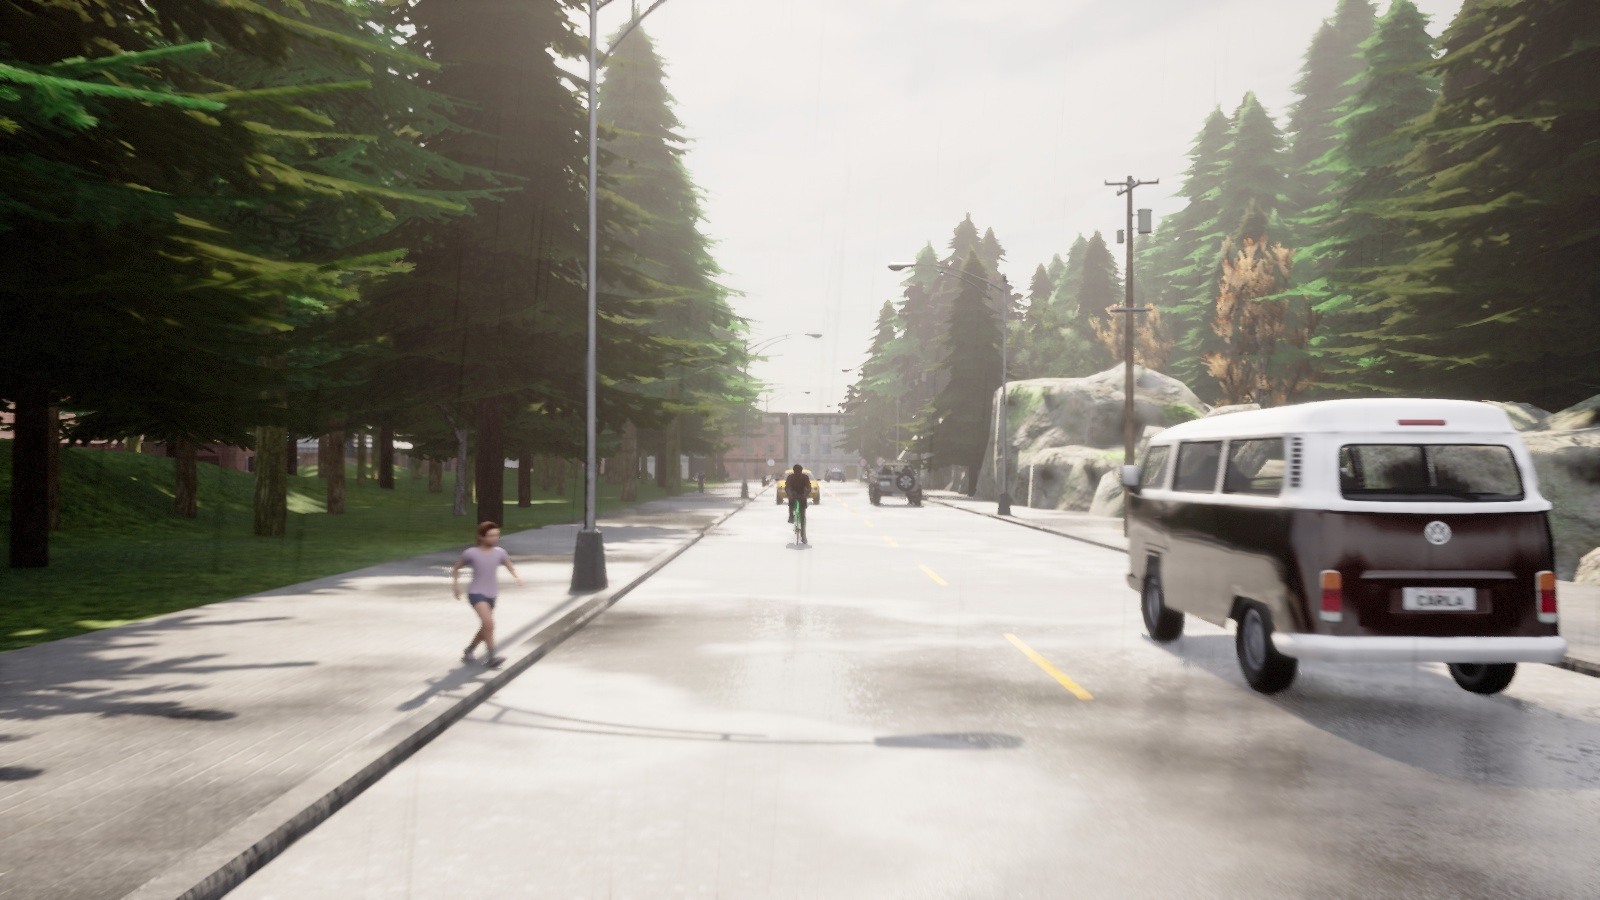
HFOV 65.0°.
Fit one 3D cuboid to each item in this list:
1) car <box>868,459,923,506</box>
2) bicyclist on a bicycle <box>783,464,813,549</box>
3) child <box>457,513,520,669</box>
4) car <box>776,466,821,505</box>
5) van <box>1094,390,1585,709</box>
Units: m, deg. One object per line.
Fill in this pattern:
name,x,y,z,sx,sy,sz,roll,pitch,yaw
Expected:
car,3.933,1.310,52.459,1.932,1.855,4.605,0,0,0
bicyclist on a bicycle,-0.037,1.094,24.952,0.582,1.620,1.656,0,0,0
child,-2.305,1.032,9.287,0.394,1.110,0.255,-1,-1,36
car,-0.068,1.461,53.493,1.801,1.575,5.366,0,-1,0
van,3.978,0.655,10.280,2.069,2.038,4.480,0,-1,0
